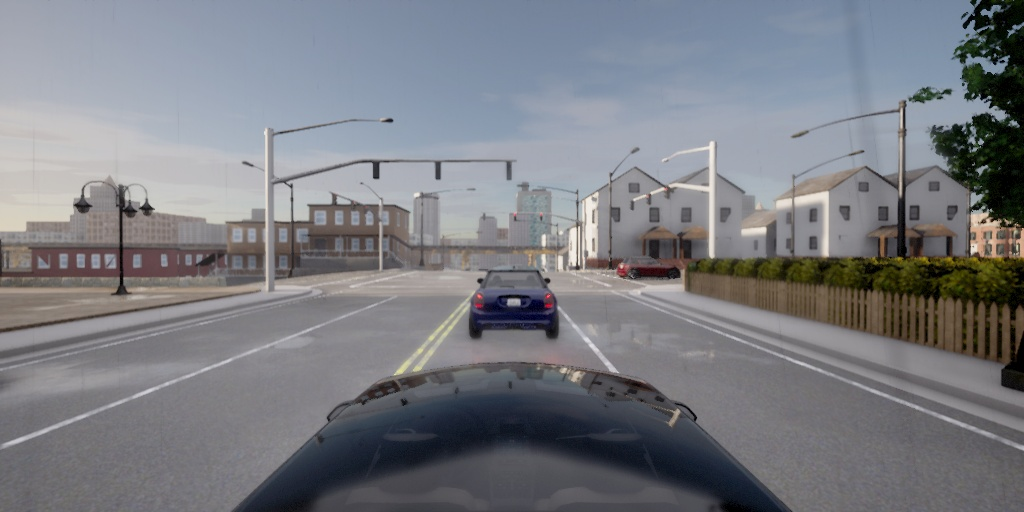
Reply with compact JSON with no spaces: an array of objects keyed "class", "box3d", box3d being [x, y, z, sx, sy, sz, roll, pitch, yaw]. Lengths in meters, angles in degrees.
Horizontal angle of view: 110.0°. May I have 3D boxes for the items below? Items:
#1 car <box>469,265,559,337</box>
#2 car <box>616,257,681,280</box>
[{"class":"car","box3d":[0.051,1.033,10.138,2.097,1.767,4.553,0,0,0]},{"class":"car","box3d":[10.479,0.892,27.456,4.553,1.767,2.097,0,1,-4]}]
